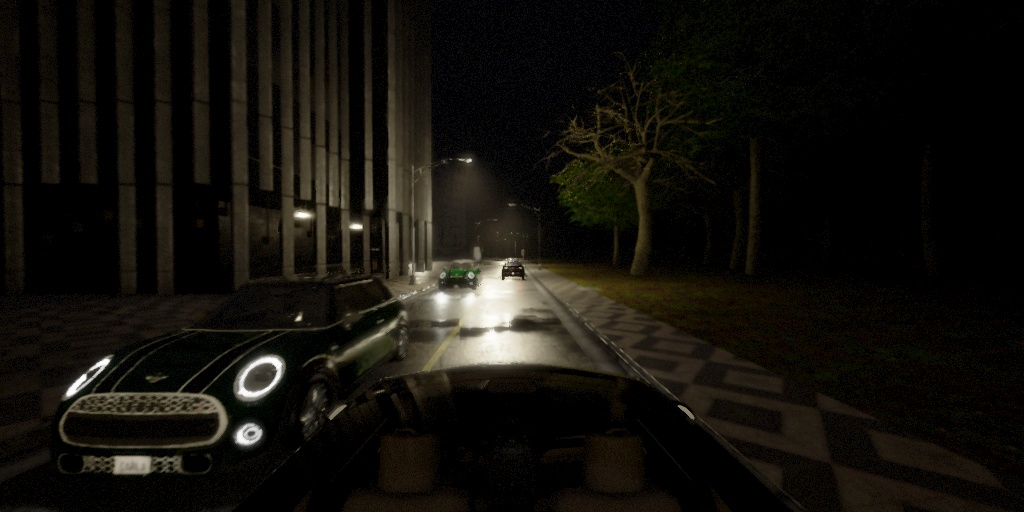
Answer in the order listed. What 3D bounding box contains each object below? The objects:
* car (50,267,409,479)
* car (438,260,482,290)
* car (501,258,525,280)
[{"bbox_3d":[-3.077,1.096,5.157,2.097,1.767,4.553,0,0,0],"label":"car"},{"bbox_3d":[-3.015,1.043,21.624,2.097,1.767,4.553,0,0,0],"label":"car"},{"bbox_3d":[0.088,1.137,29.992,2.128,1.511,4.902,0,0,0],"label":"car"}]
